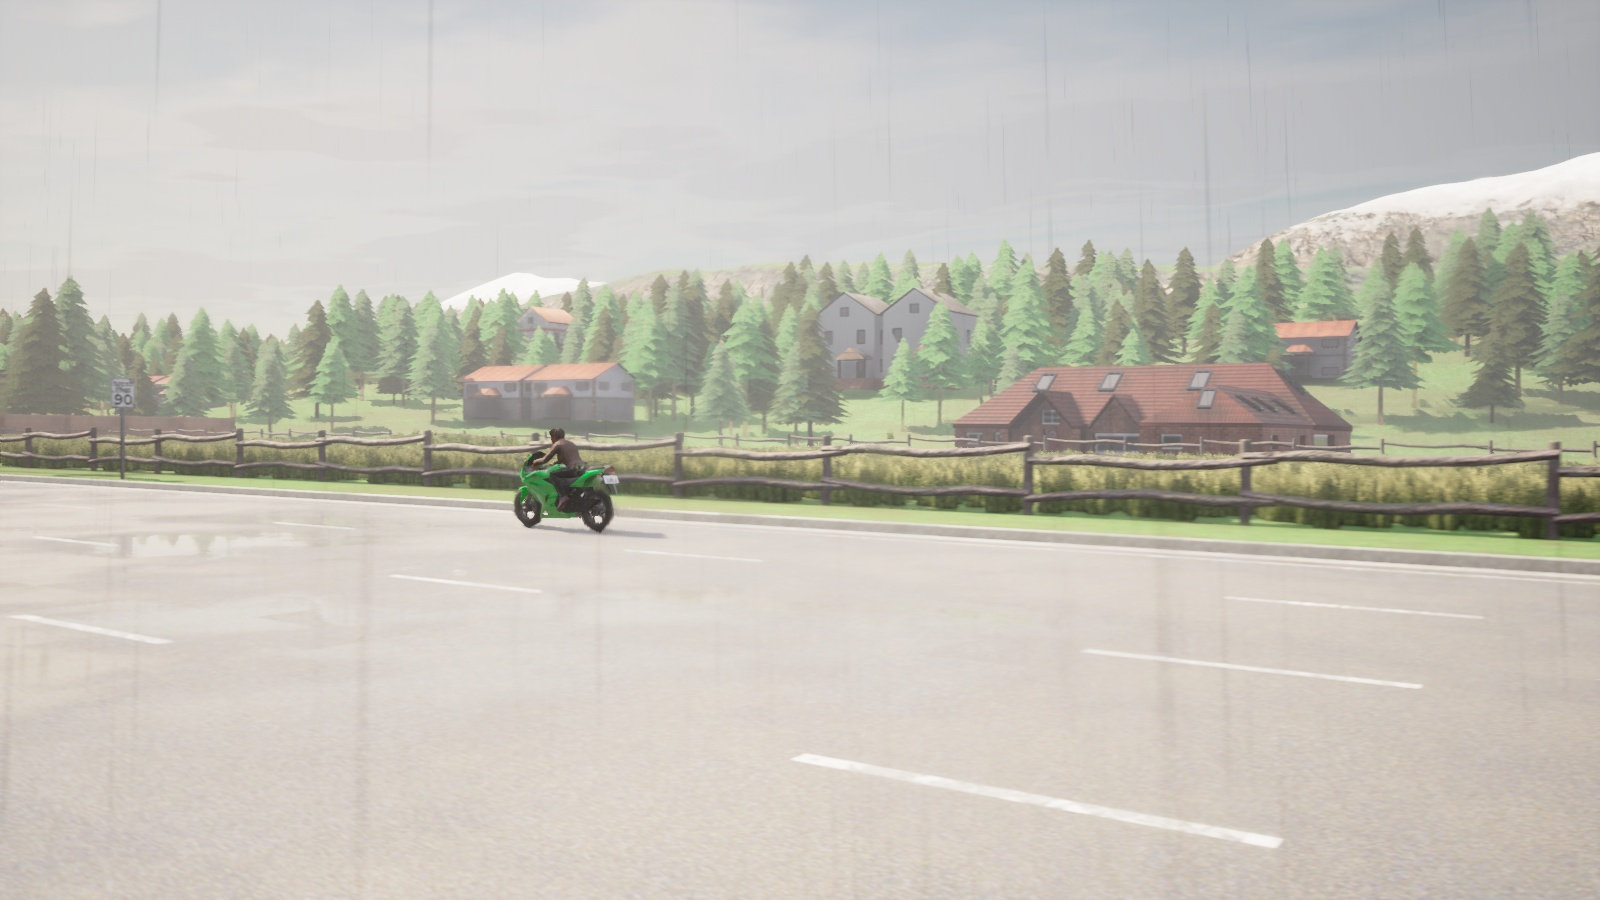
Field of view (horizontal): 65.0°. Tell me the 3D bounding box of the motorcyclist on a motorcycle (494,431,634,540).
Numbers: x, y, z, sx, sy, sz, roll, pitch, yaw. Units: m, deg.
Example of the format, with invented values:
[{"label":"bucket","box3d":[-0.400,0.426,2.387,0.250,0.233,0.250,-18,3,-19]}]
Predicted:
[{"label":"motorcyclist on a motorcycle","box3d":[-3.497,0.492,18.551,2.044,1.523,0.797,0,1,34]}]
